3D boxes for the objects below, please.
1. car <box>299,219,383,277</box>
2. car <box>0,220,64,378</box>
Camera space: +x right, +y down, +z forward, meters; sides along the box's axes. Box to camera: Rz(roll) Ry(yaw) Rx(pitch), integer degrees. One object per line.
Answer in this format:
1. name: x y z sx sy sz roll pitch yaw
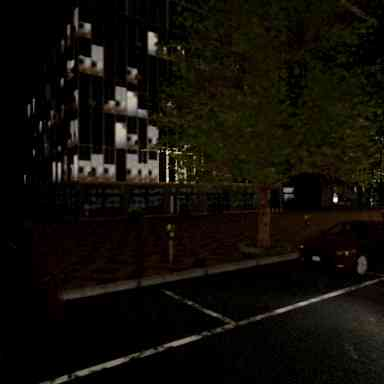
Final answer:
1. car: 5.174 1.546 10.251 4.507 1.381 1.887 0 0 -36
2. car: -4.054 1.314 3.667 5.009 1.841 2.192 0 0 -36
